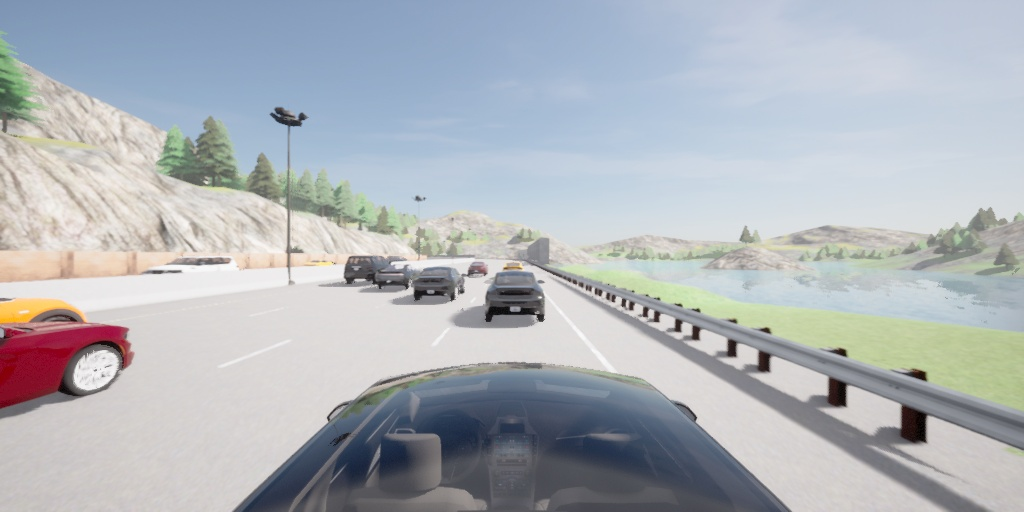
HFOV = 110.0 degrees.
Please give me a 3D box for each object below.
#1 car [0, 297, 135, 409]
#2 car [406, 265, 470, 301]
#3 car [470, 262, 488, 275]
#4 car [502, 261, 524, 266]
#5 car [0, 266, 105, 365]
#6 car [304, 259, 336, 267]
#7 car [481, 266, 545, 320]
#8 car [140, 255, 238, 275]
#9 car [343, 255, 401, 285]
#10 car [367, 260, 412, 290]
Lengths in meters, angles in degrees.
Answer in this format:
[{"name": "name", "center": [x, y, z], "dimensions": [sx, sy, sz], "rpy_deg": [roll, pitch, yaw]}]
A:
[{"name": "car", "center": [-6.914, 1.228, 3.561], "dimensions": [1.882, 1.535, 5.008], "rpy_deg": [0, 0, 0]}, {"name": "car", "center": [-3.409, 1.256, 17.464], "dimensions": [1.837, 1.490, 4.892], "rpy_deg": [0, 0, 0]}, {"name": "car", "center": [-3.418, 1.278, 36.533], "dimensions": [1.812, 1.442, 4.674], "rpy_deg": [0, 0, 0]}, {"name": "car", "center": [0.084, 1.230, 32.369], "dimensions": [1.882, 1.535, 5.008], "rpy_deg": [0, 0, 0]}, {"name": "car", "center": [-10.413, 1.103, 5.976], "dimensions": [2.097, 1.767, 4.553], "rpy_deg": [0, 0, 0]}, {"name": "car", "center": [-28.078, 1.232, 51.976], "dimensions": [1.882, 1.535, 5.008], "rpy_deg": [0, 0, 1]}, {"name": "car", "center": [0.092, 1.256, 12.559], "dimensions": [1.837, 1.490, 4.892], "rpy_deg": [0, 0, 0]}, {"name": "car", "center": [-21.110, 0.977, 23.992], "dimensions": [2.150, 2.045, 5.566], "rpy_deg": [0, 0, 0]}, {"name": "car", "center": [-10.413, 0.974, 26.629], "dimensions": [2.150, 2.045, 5.566], "rpy_deg": [0, 0, 0]}, {"name": "car", "center": [-6.911, 1.243, 22.565], "dimensions": [2.128, 1.511, 4.902], "rpy_deg": [0, 0, 0]}]
